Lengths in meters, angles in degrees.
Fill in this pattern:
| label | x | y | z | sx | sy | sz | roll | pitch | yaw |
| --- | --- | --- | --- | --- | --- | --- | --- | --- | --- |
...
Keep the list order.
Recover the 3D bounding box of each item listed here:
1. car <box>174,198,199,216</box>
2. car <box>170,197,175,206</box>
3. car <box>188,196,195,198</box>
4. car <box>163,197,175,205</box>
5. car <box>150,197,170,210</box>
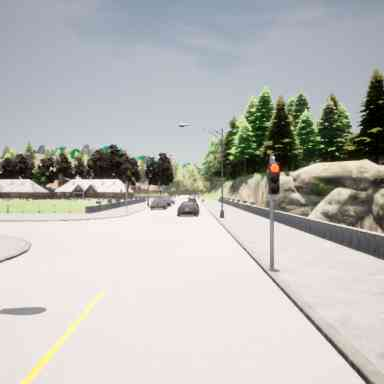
| label | x | y | z | sx | sy | sz | roll | pitch | yaw |
| --- | --- | --- | --- | --- | --- | --- | --- | --- | --- |
| car | -0.333 | 1.564 | 32.253 | 1.994 | 1.385 | 4.181 | 0 | 0 | 3 |
| car | -4.233 | 1.547 | 52.341 | 2.033 | 1.411 | 5.357 | 0 | 0 | -1 |
| car | -0.072 | 1.547 | 65.132 | 2.033 | 1.411 | 5.357 | 0 | 0 | 0 |
| car | -4.225 | 1.601 | 62.154 | 1.895 | 1.301 | 4.718 | 0 | 0 | 0 |
| car | -4.214 | 1.526 | 42.633 | 1.812 | 1.442 | 4.674 | 0 | 0 | -1 |
